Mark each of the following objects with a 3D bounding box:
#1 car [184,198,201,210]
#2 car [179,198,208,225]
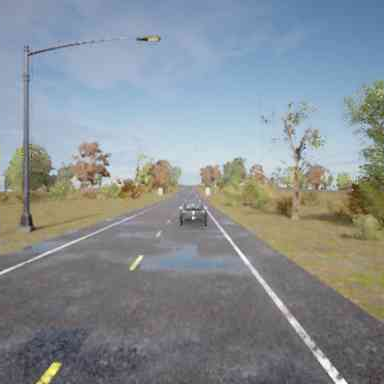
[{"bbox_3d":[0.096,1.473,41.322,1.994,1.385,4.181,0,0,0],"label":"car"},{"bbox_3d":[0.098,1.442,23.434,2.128,1.511,4.902,0,0,0],"label":"car"}]
